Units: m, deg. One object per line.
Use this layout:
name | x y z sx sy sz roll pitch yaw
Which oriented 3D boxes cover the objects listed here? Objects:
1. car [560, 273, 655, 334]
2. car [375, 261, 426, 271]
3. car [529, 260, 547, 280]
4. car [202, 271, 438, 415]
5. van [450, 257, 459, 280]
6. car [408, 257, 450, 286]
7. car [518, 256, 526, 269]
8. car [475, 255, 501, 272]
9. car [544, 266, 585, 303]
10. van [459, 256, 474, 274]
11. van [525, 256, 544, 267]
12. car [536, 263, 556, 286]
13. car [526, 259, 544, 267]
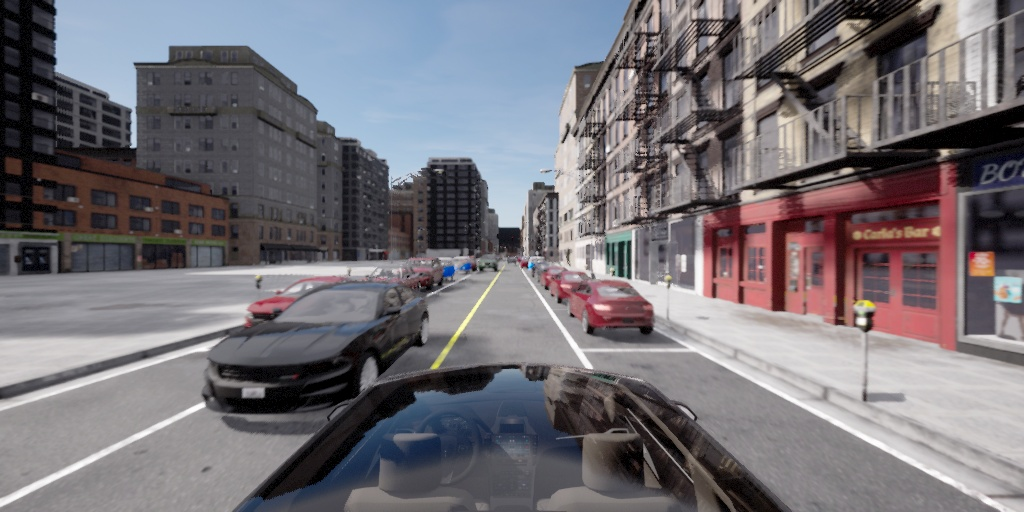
car | 2.635 1.308 10.197 1.802 1.307 4.207 0 0 0
car | -5.391 1.148 15.876 1.967 1.591 4.097 0 0 0
car | 2.631 1.228 27.237 2.007 1.370 4.403 0 0 0
car | -2.844 1.214 6.443 1.882 1.535 5.008 0 1 0
van | -5.394 1.017 27.236 1.690 1.789 3.998 0 0 0
car | -5.393 1.007 21.555 2.192 1.841 5.009 0 0 0
car | 2.222 1.084 52.393 1.882 1.535 5.008 0 0 0
car | -2.849 0.851 43.965 2.150 2.045 5.566 0 0 0
car | 2.634 1.291 15.877 1.802 1.307 4.207 0 0 0
van | -5.397 0.985 38.595 1.690 1.789 3.998 0 0 0
van | 2.628 0.986 38.597 1.690 1.789 3.998 0 0 0
car | 2.632 1.275 21.557 1.802 1.307 4.207 0 0 0
car | 2.629 1.227 32.917 1.948 1.339 4.313 0 0 0
